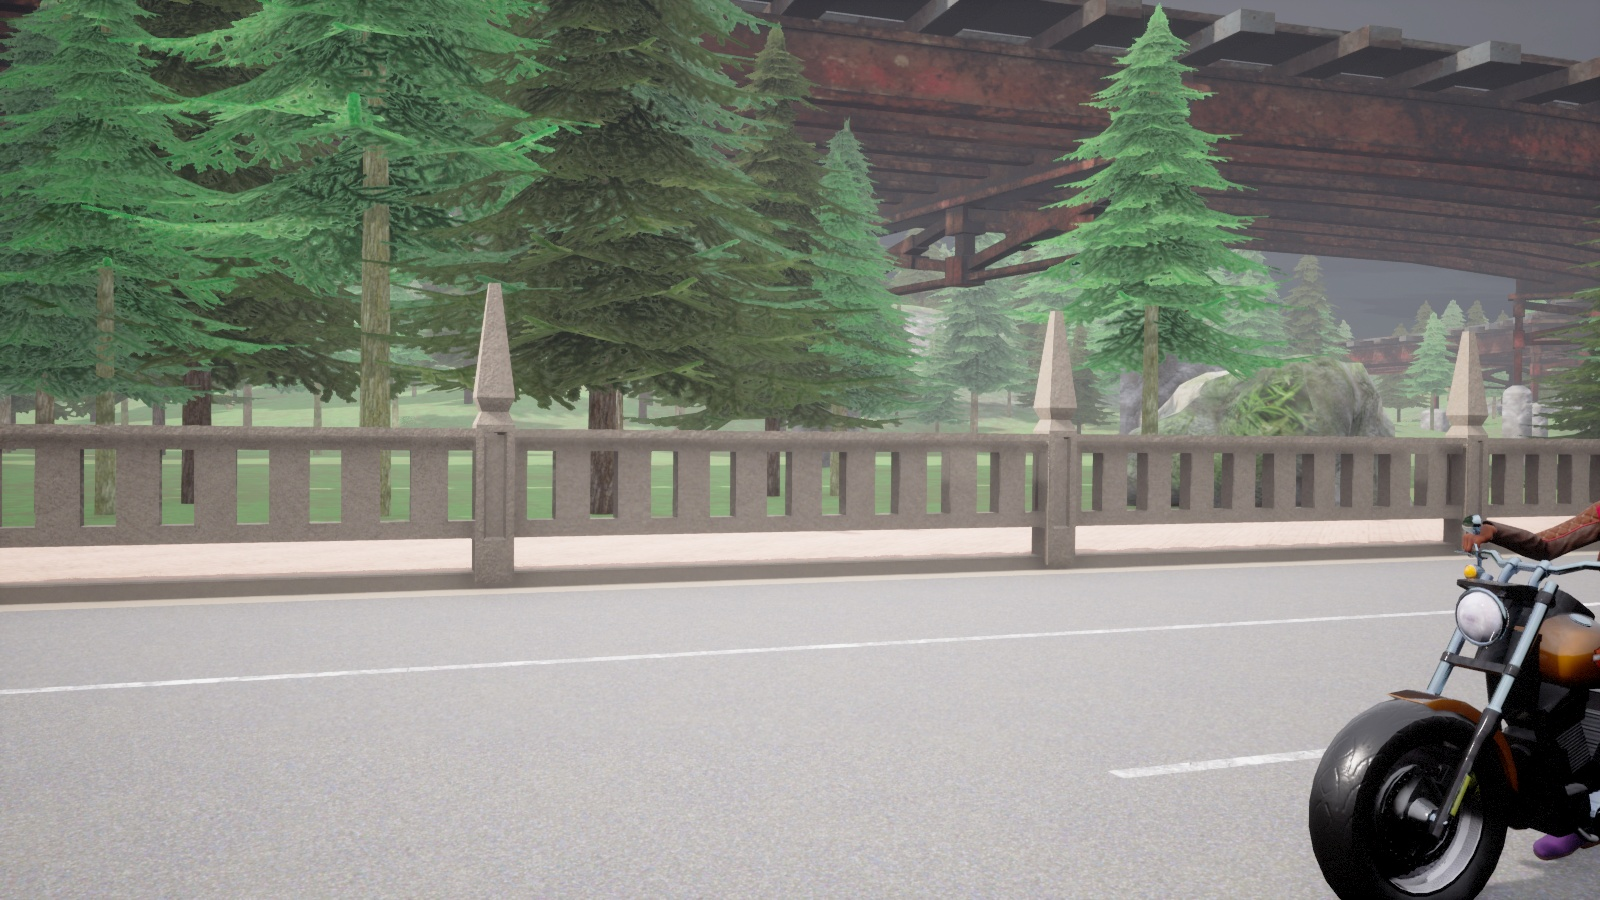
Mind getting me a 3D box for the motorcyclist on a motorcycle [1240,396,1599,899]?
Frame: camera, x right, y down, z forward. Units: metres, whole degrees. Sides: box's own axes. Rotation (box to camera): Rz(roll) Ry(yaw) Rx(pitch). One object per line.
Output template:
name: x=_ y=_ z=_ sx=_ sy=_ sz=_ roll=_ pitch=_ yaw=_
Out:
motorcyclist on a motorcycle: x=2.716 y=0.650 z=4.271 sx=2.350 sy=1.649 sz=0.766 roll=-1 pitch=1 yaw=-21
